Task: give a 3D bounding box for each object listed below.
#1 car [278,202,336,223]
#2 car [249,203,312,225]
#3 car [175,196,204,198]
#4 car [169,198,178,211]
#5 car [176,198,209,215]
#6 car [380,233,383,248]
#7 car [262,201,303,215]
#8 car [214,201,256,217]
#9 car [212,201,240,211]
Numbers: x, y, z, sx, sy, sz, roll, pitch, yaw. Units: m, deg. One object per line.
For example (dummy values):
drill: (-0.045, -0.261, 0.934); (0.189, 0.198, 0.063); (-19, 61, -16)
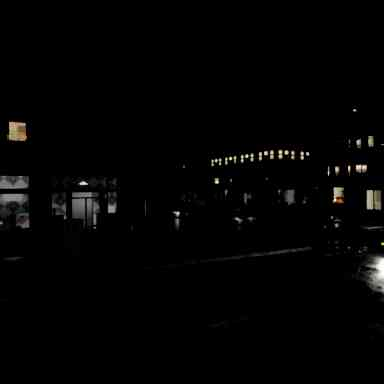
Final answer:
car: (9.520, 1.708, 27.606); (2.128, 1.511, 4.902); (-1, 0, -29)
car: (6.955, 1.814, 26.621); (1.947, 1.339, 4.313); (-1, 0, -29)
car: (0.067, 1.689, 50.912); (2.150, 2.045, 5.566); (-1, 0, -29)
car: (-2.363, 2.019, 48.760); (1.812, 1.442, 4.674); (-1, 0, -29)
car: (0.249, 1.847, 38.773); (1.967, 1.590, 4.097); (-1, 0, -29)
car: (9.019, 1.563, 12.452); (4.181, 1.385, 1.994); (0, 0, -29)
car: (10.269, 1.810, 38.063); (2.008, 1.369, 4.403); (-1, 0, -29)
car: (4.410, 1.814, 36.685); (1.882, 1.535, 5.008); (-1, 0, -29)
car: (4.839, 1.967, 47.709); (1.802, 1.307, 4.206); (-1, 0, -29)
